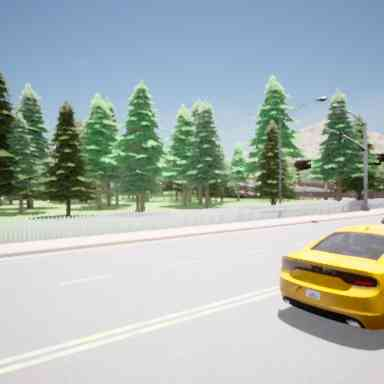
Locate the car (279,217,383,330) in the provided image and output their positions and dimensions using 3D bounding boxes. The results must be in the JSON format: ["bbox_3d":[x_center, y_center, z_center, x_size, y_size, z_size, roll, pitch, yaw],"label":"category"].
[{"bbox_3d":[3.872,1.379,6.515,5.008,1.535,1.882,-1,1,-35],"label":"car"}]
